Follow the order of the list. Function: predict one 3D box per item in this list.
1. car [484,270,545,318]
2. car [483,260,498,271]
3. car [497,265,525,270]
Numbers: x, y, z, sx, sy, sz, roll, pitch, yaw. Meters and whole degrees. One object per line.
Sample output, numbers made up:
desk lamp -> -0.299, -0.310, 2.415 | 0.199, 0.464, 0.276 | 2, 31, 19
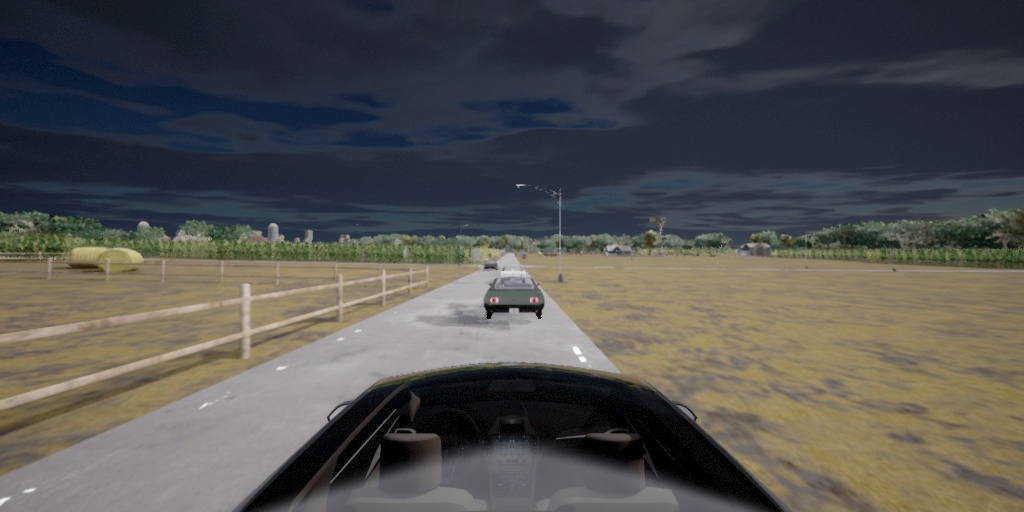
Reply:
car -> 0.077, 1.370, 13.074 | 1.895, 1.301, 4.718 | 0, 0, 0
car -> -2.829, 1.292, 49.004 | 2.033, 1.411, 5.357 | 0, 0, 0
car -> 0.072, 1.389, 28.310 | 1.895, 1.301, 4.718 | 0, 0, 0
